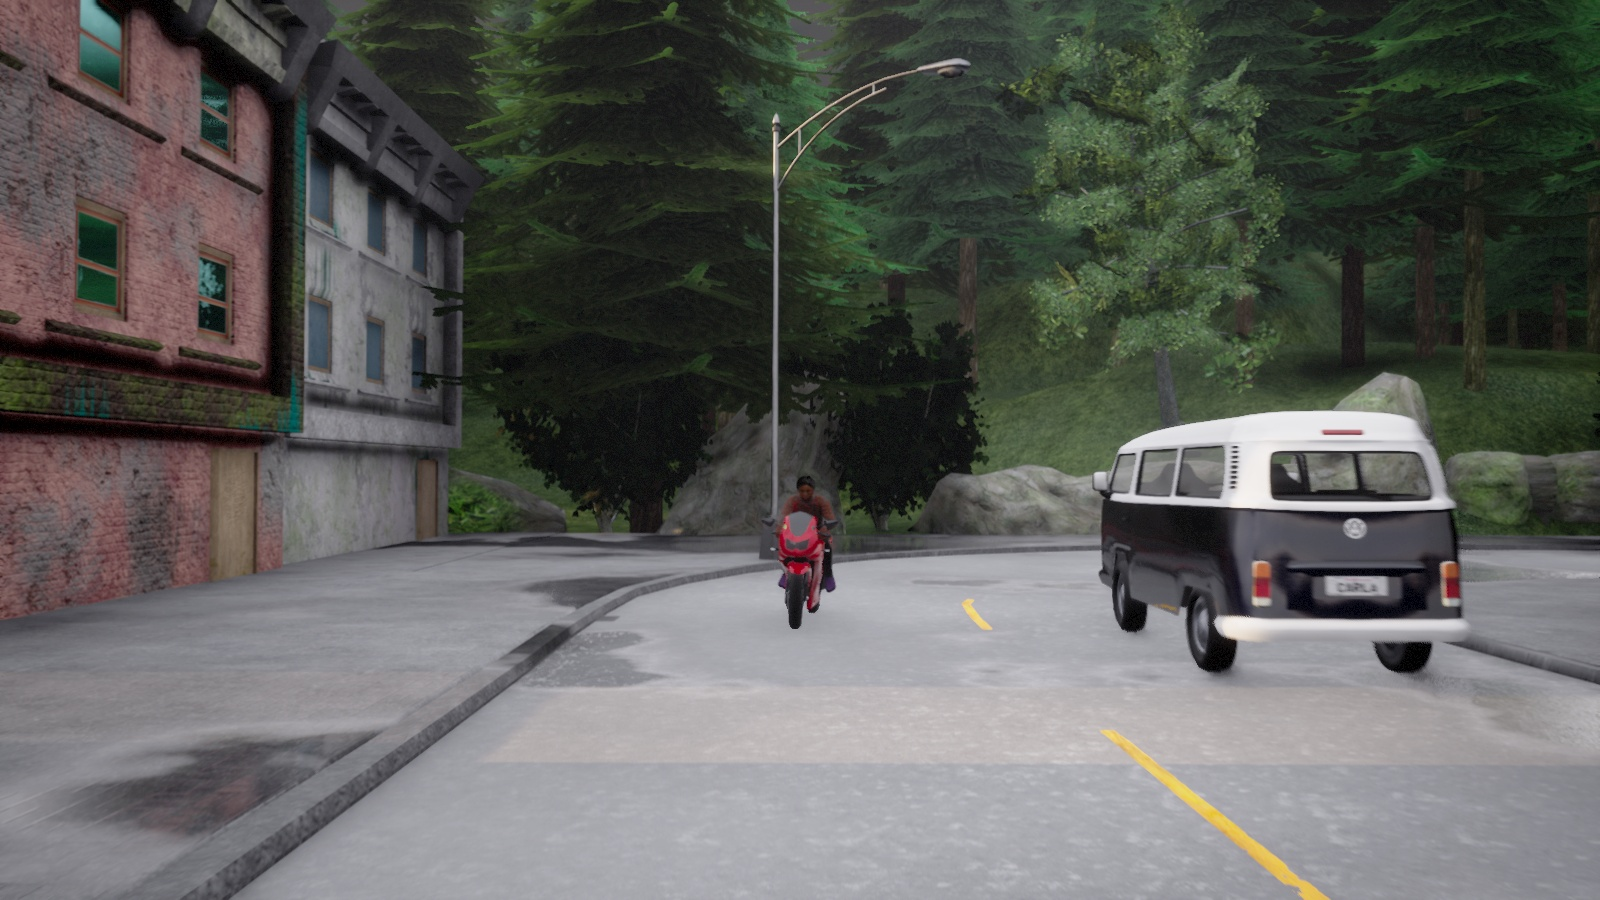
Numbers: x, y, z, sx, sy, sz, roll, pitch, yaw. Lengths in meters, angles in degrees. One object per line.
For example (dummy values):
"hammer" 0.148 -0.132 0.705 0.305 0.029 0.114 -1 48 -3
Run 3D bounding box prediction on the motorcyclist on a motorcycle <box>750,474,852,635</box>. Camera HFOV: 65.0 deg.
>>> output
"motorcyclist on a motorcycle" 0.051 1.021 13.067 0.797 1.523 2.044 1 -1 7

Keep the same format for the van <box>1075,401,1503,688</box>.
"van" 3.986 0.714 11.228 2.069 2.038 4.480 0 -1 0
